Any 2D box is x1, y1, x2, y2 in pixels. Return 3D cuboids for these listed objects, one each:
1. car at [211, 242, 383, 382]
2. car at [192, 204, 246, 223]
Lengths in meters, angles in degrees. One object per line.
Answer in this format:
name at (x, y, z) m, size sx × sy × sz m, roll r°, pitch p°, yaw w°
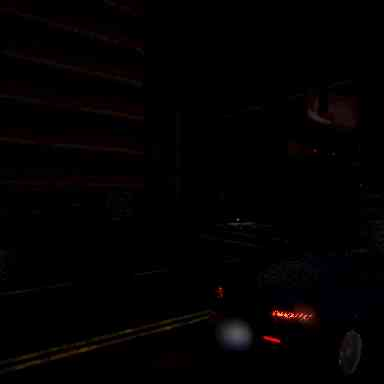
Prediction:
car at (2.430, 1.584, 5.477) m, size 4.674 × 1.442 × 1.812 m, roll 1°, pitch 0°, yaw -36°
car at (2.076, 1.754, 27.909) m, size 2.033 × 1.411 × 5.357 m, roll 1°, pitch 0°, yaw -34°
